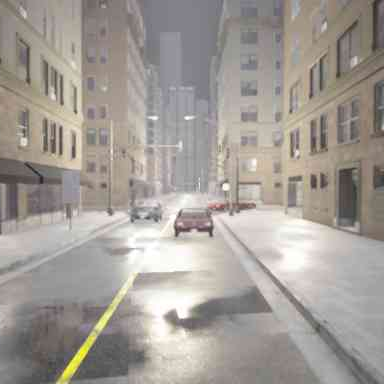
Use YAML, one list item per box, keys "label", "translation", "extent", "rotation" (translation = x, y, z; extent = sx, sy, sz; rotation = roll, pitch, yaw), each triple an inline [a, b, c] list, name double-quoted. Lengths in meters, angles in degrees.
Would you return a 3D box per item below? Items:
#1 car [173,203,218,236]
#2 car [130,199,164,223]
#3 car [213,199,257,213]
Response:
- label: "car"
  translation: [0.085, 1.433, 17.096]
  extent: [1.895, 1.301, 4.718]
  rotation: [0, 1, 0]
- label: "car"
  translation: [-3.043, 1.266, 23.085]
  extent: [2.128, 1.511, 4.902]
  rotation: [0, 0, 0]
- label: "car"
  translation: [3.904, 1.279, 31.612]
  extent: [4.718, 1.301, 1.895]
  rotation: [-1, 1, -33]
